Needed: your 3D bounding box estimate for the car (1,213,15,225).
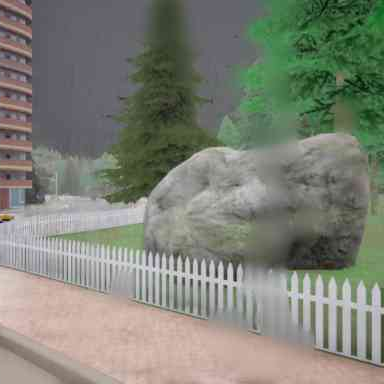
[{"bbox_3d":[-11.635,1.421,16.941,1.882,1.535,5.008,0,0,31],"label":"car"}]
